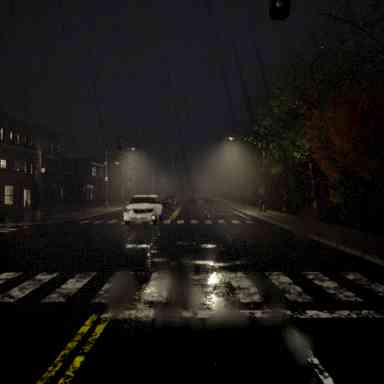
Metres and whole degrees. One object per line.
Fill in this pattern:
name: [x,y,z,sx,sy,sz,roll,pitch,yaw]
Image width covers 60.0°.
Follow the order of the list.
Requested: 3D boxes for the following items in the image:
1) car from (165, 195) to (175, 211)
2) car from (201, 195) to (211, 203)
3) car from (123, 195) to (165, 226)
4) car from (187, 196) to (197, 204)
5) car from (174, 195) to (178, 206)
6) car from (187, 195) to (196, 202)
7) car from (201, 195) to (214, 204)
car: [-3.440,1.490,40.635,1.837,1.490,4.892,0,0,0]
car: [3.080,1.494,73.237,2.128,1.511,4.902,0,0,0]
car: [-3.407,1.216,23.975,2.150,2.045,5.566,0,0,0]
car: [-0.050,1.576,64.475,1.895,1.301,4.718,0,0,0]
car: [-3.461,1.331,55.162,2.097,1.767,4.553,0,0,0]
car: [-0.160,1.510,74.673,2.033,1.411,5.357,0,0,0]
car: [3.205,1.576,63.231,1.895,1.301,4.718,0,0,0]
